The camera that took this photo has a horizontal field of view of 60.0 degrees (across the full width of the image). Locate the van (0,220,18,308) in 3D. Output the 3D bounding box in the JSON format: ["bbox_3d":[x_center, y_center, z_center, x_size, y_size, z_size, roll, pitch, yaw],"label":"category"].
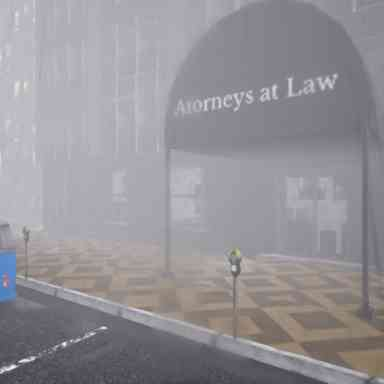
[{"bbox_3d":[-5.103,1.341,6.534,3.998,1.788,1.690,0,0,36],"label":"van"}]
